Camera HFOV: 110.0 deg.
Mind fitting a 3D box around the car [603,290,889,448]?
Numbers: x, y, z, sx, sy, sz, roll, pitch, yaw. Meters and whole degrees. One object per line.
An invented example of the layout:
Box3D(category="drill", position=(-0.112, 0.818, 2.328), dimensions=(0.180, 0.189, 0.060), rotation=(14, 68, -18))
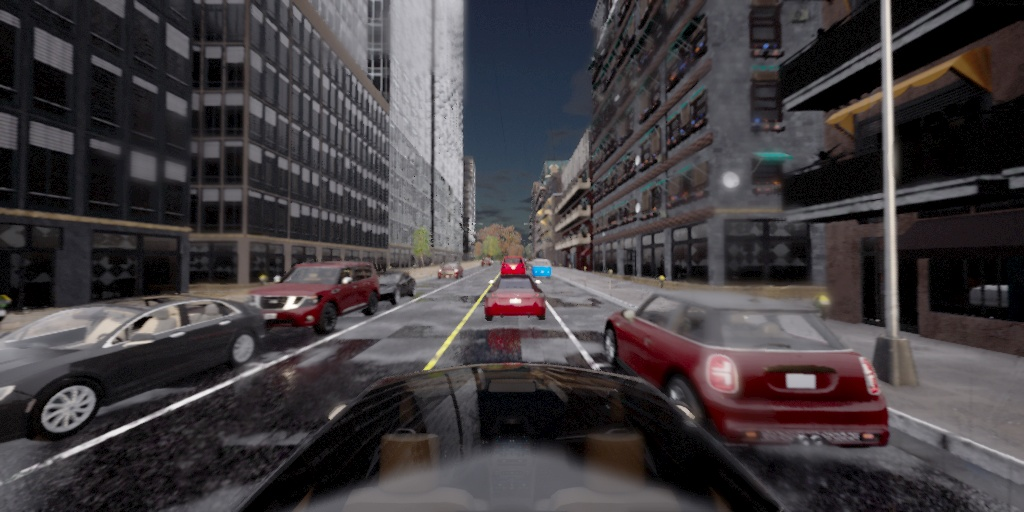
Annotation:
Box3D(category="car", position=(2.691, 1.202, 5.293), dimensions=(1.967, 1.591, 4.097), rotation=(0, 0, 0))

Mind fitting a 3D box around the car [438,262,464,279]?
Box3D(category="car", position=(-5.688, 1.297, 33.574), dimensions=(1.967, 1.591, 4.097), rotation=(0, 0, 0))

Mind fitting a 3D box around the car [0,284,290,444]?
Box3D(category="car", position=(-5.690, 1.313, 5.287), dimensions=(2.007, 1.370, 4.403), rotation=(0, 0, 0))

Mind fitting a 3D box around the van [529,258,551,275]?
Box3D(category="van", position=(2.693, 1.198, 33.580), dimensions=(1.690, 1.789, 3.998), rotation=(0, 0, 0))

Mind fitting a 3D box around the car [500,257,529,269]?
Box3D(category="car", position=(0.102, 1.075, 32.751), dimensions=(2.150, 2.045, 5.566), rotation=(0, 0, 0))

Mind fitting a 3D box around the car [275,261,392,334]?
Box3D(category="car", position=(-5.689, 1.096, 10.944), dimensions=(2.192, 1.841, 5.009), rotation=(0, 0, 0))

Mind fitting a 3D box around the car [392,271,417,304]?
Box3D(category="car", position=(-5.689, 1.366, 16.602), dimensions=(1.948, 1.339, 4.313), rotation=(0, 0, 0))

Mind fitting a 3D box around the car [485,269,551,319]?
Box3D(category="car", position=(0.101, 1.351, 12.933), dimensions=(1.994, 1.385, 4.181), rotation=(0, 0, 0))
